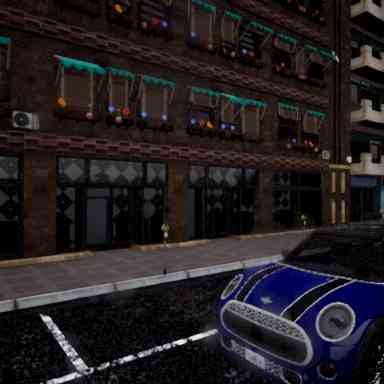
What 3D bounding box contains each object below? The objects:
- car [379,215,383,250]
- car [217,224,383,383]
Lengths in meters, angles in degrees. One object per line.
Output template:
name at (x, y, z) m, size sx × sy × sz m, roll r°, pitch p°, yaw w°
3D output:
car at (9.600, 1.562, 13.377) m, size 4.313 × 1.339 × 1.947 m, roll 0°, pitch 0°, yaw -35°
car at (2.562, 1.351, 5.196) m, size 4.553 × 1.767 × 2.097 m, roll 0°, pitch 0°, yaw -35°
